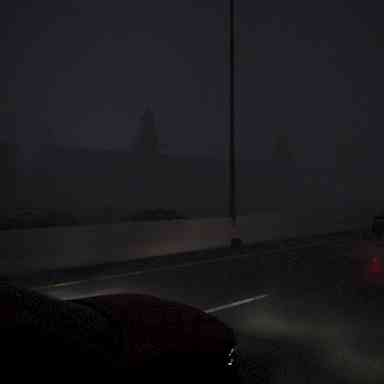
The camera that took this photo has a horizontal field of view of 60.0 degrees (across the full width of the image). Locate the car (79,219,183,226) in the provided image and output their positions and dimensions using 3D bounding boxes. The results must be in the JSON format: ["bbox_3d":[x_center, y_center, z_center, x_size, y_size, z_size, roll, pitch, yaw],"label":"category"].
[{"bbox_3d":[-2.315,1.494,15.269,4.892,1.490,1.837,0,0,-36],"label":"car"}]

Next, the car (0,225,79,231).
[{"bbox_3d":[-7.885,1.496,15.573,4.902,1.511,2.128,0,0,-36],"label":"car"}]

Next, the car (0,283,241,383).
[{"bbox_3d":[-1.835,1.480,2.516,5.008,1.535,1.882,0,0,-35],"label":"car"}]

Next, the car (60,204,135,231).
[{"bbox_3d":[-5.989,1.557,21.249,4.181,1.385,1.994,0,0,-36],"label":"car"}]

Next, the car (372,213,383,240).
[{"bbox_3d":[10.287,1.446,15.473,4.902,1.511,2.128,0,0,-36],"label":"car"}]
